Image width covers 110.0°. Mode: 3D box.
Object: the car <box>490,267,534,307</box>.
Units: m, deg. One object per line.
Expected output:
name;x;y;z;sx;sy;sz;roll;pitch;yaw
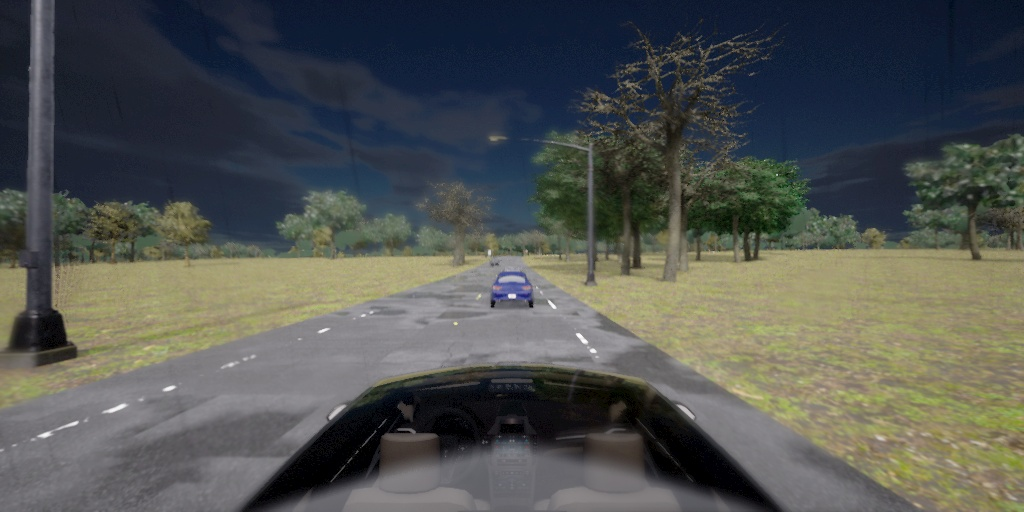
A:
car;0.005;1.413;16.225;1.812;1.442;4.674;0;0;0
